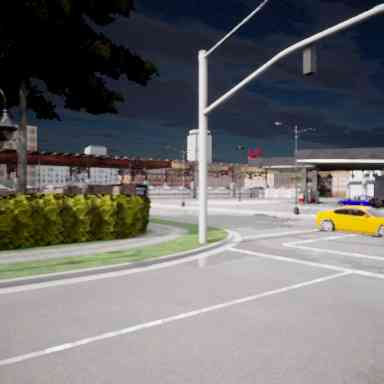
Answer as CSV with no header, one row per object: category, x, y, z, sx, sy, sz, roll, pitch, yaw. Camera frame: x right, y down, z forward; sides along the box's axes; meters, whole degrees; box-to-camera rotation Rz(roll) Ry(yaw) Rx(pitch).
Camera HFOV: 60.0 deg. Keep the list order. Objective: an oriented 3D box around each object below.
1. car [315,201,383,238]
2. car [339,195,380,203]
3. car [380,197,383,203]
car,9.077,1.507,17.699,1.882,1.535,5.008,0,1,-35
car,21.270,1.258,43.357,2.242,1.667,4.611,0,0,-35
car,25.537,1.413,47.278,1.970,1.475,3.806,0,0,-35
